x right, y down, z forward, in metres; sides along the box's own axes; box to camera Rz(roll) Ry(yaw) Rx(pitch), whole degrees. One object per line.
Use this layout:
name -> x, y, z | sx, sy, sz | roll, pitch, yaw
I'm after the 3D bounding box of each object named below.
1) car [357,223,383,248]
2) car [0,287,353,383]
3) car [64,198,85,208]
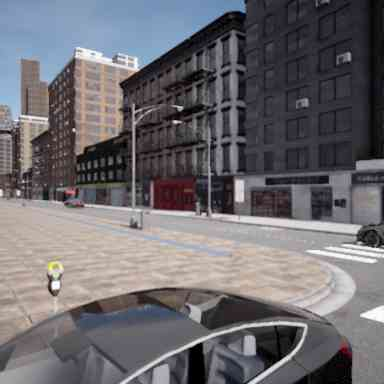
car -> 8.693, 1.557, 12.807 | 1.994, 1.385, 4.181 | 0, 0, -35
car -> -0.549, 1.565, 2.420 | 4.313, 1.339, 1.947 | 0, 0, -35
car -> -17.780, 1.671, 50.056 | 2.033, 1.411, 5.357 | 0, 0, -35
